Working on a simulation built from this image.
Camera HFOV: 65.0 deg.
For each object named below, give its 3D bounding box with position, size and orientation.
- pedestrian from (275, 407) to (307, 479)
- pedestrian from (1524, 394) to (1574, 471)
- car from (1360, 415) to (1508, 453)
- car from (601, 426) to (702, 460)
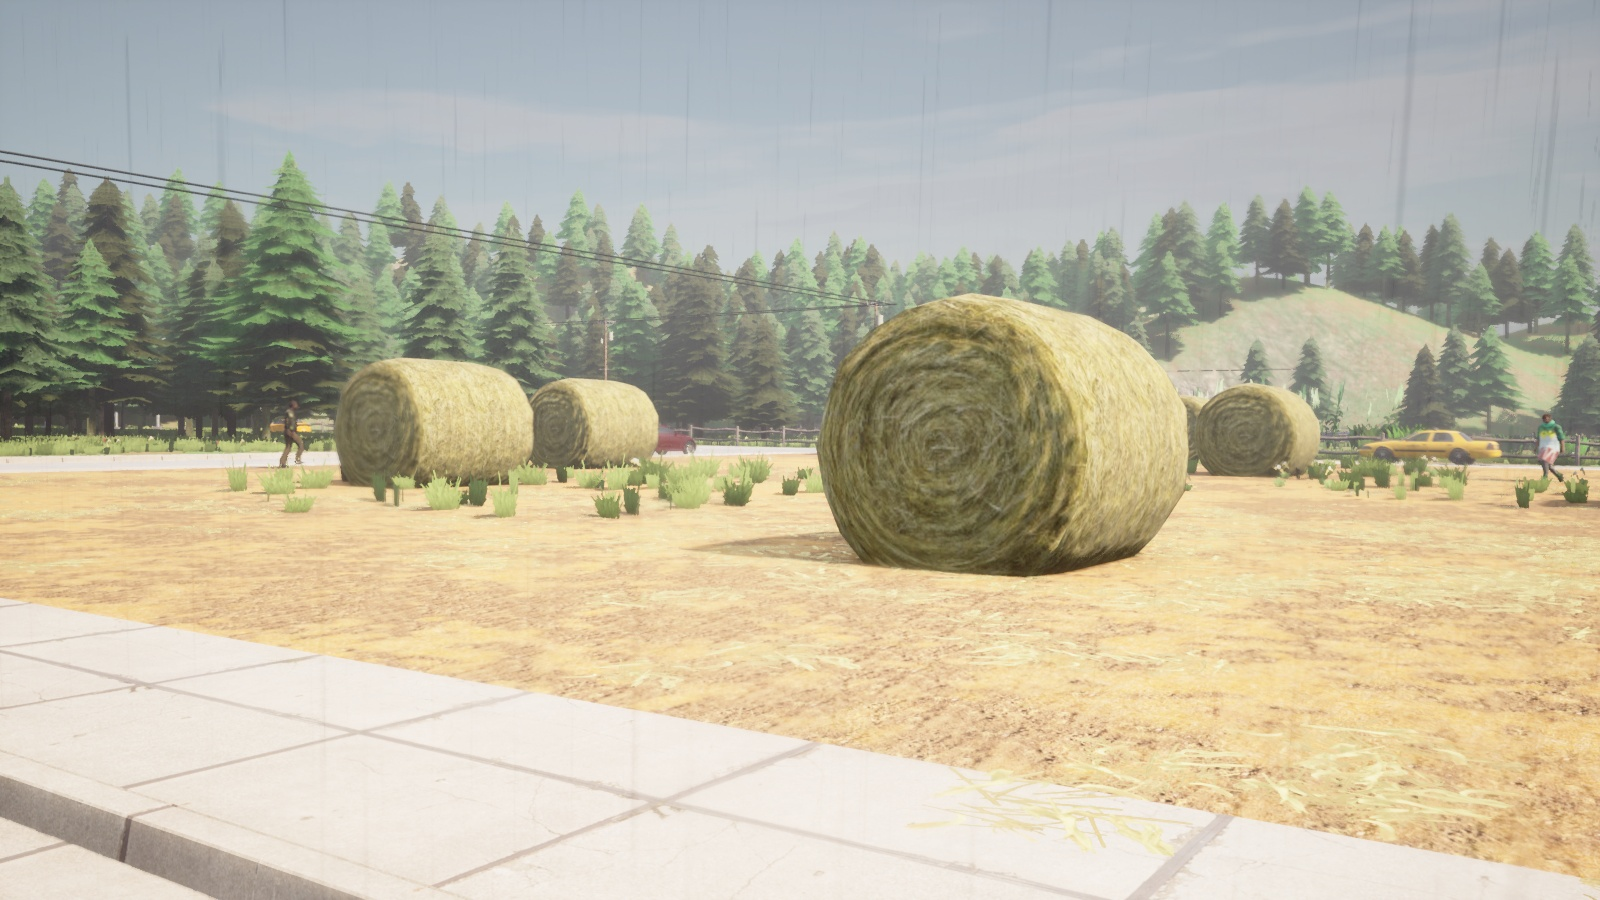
[{"bbox_3d":[-13.741,-0.187,33.919,0.692,1.930,0.395,-1,2,-38],"label":"pedestrian"},{"bbox_3d":[19.211,-0.450,32.213,0.873,1.952,0.659,-1,1,-12],"label":"pedestrian"},{"bbox_3d":[26.840,-0.677,53.284,5.366,1.575,1.801,0,1,38],"label":"car"},{"bbox_3d":[-6.605,-0.326,56.305,1.812,1.442,4.674,0,1,35],"label":"car"}]
